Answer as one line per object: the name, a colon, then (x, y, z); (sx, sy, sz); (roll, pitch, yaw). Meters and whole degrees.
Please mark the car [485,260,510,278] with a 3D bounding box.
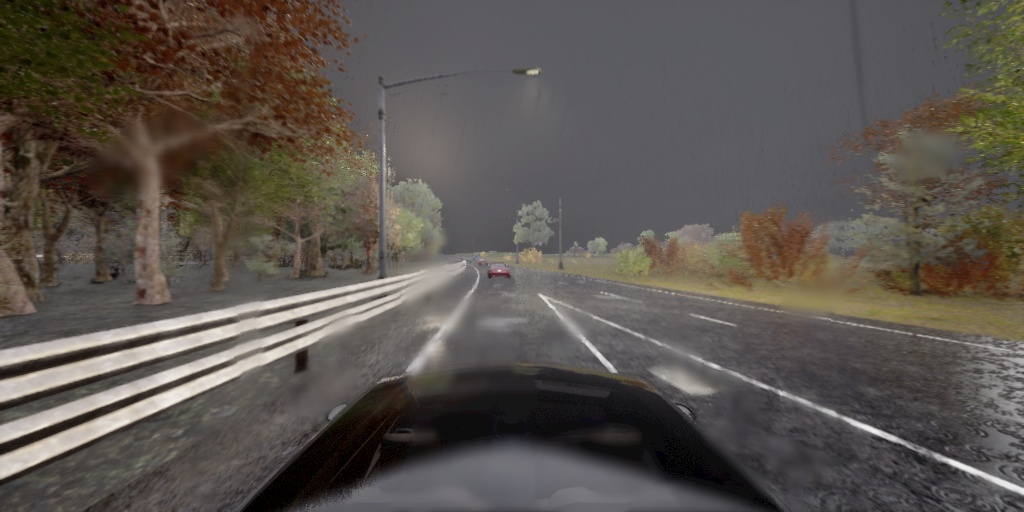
car: (-1.282, 1.265, 33.656); (1.994, 1.385, 4.181); (0, 0, -5)
